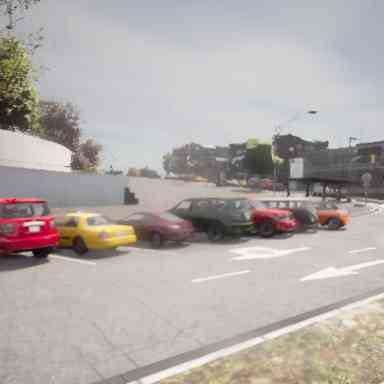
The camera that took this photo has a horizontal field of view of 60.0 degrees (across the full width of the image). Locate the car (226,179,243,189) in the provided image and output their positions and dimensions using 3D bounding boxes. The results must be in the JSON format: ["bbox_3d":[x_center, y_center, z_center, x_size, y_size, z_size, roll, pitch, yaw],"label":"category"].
[{"bbox_3d":[6.242,-1.470,58.365,1.812,1.442,4.674,2,4,-35],"label":"car"}]

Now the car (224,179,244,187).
[{"bbox_3d":[8.931,-1.899,70.167,2.002,1.452,4.674,7,3,35],"label":"car"}]

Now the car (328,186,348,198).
[{"bbox_3d":[22.728,0.282,50.424,2.002,1.452,4.674,7,3,35],"label":"car"}]

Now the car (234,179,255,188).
[{"bbox_3d":[10.763,-1.667,67.846,1.946,1.575,5.366,7,3,35],"label":"car"}]

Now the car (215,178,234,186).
[{"bbox_3d":[7.189,-2.173,72.629,2.002,1.452,4.674,7,3,35],"label":"car"}]

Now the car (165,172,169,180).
[{"bbox_3d":[-5.063,-4.220,89.682,2.435,2.045,5.566,1,-2,34],"label":"car"}]

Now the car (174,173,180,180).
[{"bbox_3d":[-1.561,-3.707,84.864,2.185,1.767,4.553,6,3,34],"label":"car"}]

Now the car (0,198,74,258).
[{"bbox_3d":[-6.967,1.244,11.582,5.566,2.045,2.435,-1,-1,35],"label":"car"}]

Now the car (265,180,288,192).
[{"bbox_3d":[15.826,-0.847,60.282,2.231,1.521,4.892,7,3,35],"label":"car"}]

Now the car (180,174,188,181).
[{"bbox_3d":[0.233,-3.555,82.399,2.435,2.045,5.566,7,3,34],"label":"car"}]

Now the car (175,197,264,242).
[{"bbox_3d":[0.385,1.288,16.797,5.566,2.045,2.435,-1,-1,35],"label":"car"}]

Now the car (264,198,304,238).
[{"bbox_3d":[2.898,1.302,18.502,5.566,2.045,2.435,-1,-1,35],"label":"car"}]

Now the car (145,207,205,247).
[{"bbox_3d":[-2.043,1.564,15.038,4.674,1.452,2.002,-1,-1,35],"label":"car"}]

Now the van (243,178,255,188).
[{"bbox_3d":[12.338,-1.619,65.116,1.878,1.987,4.442,7,3,35],"label":"van"}]

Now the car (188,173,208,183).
[{"bbox_3d":[2.084,-3.032,80.139,1.946,1.575,5.366,7,3,34],"label":"car"}]

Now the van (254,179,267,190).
[{"bbox_3d":[14.067,-1.346,62.644,1.878,1.987,4.442,7,3,35],"label":"van"}]

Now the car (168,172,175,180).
[{"bbox_3d":[-3.292,-3.942,87.334,2.185,1.767,4.553,4,1,33],"label":"car"}]

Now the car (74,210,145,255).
[{"bbox_3d":[-4.649,1.509,13.409,5.366,1.575,1.946,-1,-1,35],"label":"car"}]

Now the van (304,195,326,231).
[{"bbox_3d":[5.435,1.342,20.173,4.442,1.987,1.878,-1,-1,35],"label":"van"}]

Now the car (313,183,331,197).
[{"bbox_3d":[21.038,-0.280,52.897,2.435,2.045,5.566,7,3,35],"label":"car"}]

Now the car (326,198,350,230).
[{"bbox_3d":[7.844,1.458,21.924,4.553,1.767,2.185,-1,-1,35],"label":"car"}]
